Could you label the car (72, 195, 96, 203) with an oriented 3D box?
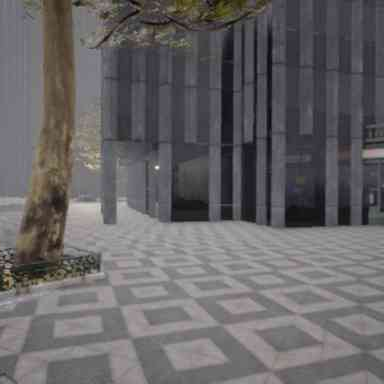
[{"bbox_3d":[-19.893,1.235,61.204,2.128,1.511,4.902,0,0,24],"label":"car"}]
